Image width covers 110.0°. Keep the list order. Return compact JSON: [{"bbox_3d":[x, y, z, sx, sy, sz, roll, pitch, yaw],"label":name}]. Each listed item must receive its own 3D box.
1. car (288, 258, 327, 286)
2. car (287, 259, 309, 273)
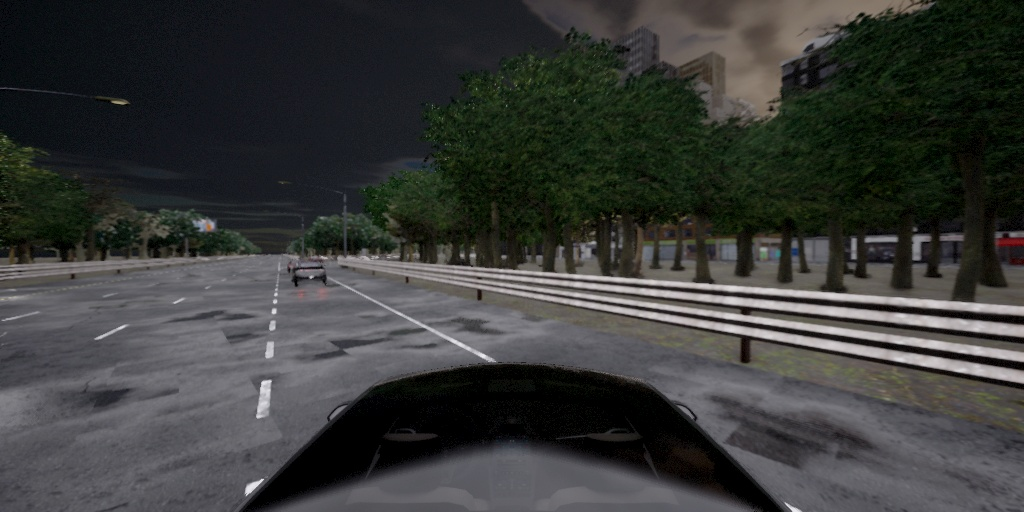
[{"bbox_3d":[-13.605,1.086,23.986,2.128,1.511,4.902,-1,1,-33],"label":"car"},{"bbox_3d":[-24.108,1.087,40.304,1.895,1.301,4.718,-1,1,-33],"label":"car"}]
